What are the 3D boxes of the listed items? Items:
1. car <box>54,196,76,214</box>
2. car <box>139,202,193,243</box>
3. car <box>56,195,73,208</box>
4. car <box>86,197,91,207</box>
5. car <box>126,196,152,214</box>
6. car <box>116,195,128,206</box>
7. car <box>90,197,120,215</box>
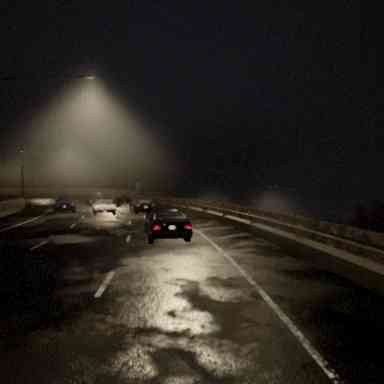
[{"bbox_3d":[-12.475,1.320,32.775,1.994,1.385,4.181,-1,1,-19],"label":"car"},{"bbox_3d":[-1.208,1.404,15.383,2.033,1.411,5.357,0,1,-10],"label":"car"},{"bbox_3d":[-16.723,1.201,43.532,1.812,1.442,4.674,-1,1,-24],"label":"car"},{"bbox_3d":[-12.622,1.258,42.963,1.895,1.301,4.718,-1,1,-23],"label":"car"},{"bbox_3d":[-4.667,1.287,31.296,1.994,1.385,4.181,-1,1,-18],"label":"car"},{"bbox_3d":[-9.247,1.133,43.963,1.837,1.490,4.892,-1,1,-23],"label":"car"},{"bbox_3d":[-7.999,1.354,30.238,1.895,1.301,4.718,-1,1,-18],"label":"car"}]
